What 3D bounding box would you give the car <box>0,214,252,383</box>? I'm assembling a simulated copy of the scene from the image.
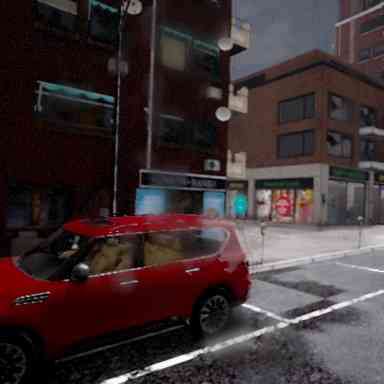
[{"bbox_3d":[-1.268,1.337,5.159,5.009,1.841,2.192,1,1,-35],"label":"car"}]
